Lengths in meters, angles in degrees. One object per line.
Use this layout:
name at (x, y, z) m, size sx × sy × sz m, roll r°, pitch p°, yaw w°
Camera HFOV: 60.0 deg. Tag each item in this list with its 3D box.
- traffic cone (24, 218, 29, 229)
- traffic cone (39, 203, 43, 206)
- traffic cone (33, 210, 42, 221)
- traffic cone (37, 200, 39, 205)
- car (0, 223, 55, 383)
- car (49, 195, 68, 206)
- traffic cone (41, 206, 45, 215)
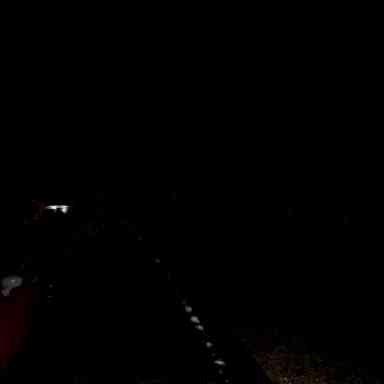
traffic cone at (-9.197, 1.722, 18.372) m, size 0.340 × 0.580 × 0.340 m, roll 1°, pitch 0°, yaw -18°
traffic cone at (-14.399, 1.588, 32.144) m, size 0.340 × 0.580 × 0.340 m, roll 1°, pitch 0°, yaw -24°
traffic cone at (-10.777, 1.681, 23.020) m, size 0.340 × 0.580 × 0.340 m, roll 1°, pitch 0°, yaw -20°
traffic cone at (-18.624, 1.481, 41.004) m, size 0.340 × 0.580 × 0.340 m, roll 1°, pitch 0°, yaw -27°
car at (-3.080, 1.275, 3.959) m, size 2.097 × 1.767 × 4.553 m, roll 1°, pitch 0°, yaw -12°
car at (-17.676, 1.111, 43.998) m, size 1.994 × 1.385 × 4.181 m, roll 1°, pitch 0°, yaw -29°
traffic cone at (-12.511, 1.636, 27.612) m, size 0.340 × 0.580 × 0.340 m, roll 1°, pitch 0°, yaw -22°
